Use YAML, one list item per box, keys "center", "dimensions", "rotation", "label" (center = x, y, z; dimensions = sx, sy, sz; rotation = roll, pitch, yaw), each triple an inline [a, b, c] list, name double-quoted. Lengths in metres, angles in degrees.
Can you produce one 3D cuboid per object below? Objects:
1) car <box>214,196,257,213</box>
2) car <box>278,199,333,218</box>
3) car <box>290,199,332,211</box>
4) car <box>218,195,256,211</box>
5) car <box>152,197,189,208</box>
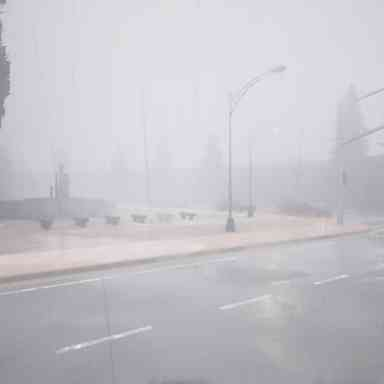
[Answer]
- center: [4.891, 1.547, 38.153]
  dimensions: [2.033, 1.411, 5.357]
  rotation: [0, 0, -38]
  label: "car"
- center: [10.523, 1.526, 30.440]
  dimensions: [1.812, 1.442, 4.674]
  rotation: [0, 0, -35]
  label: "car"
- center: [15.086, 1.601, 42.402]
  dimensions: [1.895, 1.301, 4.718]
  rotation: [0, 0, -37]
  label: "car"
- center: [5.691, 1.352, 42.460]
  dimensions: [2.097, 1.767, 4.553]
  rotation: [0, 0, -42]
  label: "car"
- center: [-3.333, 1.505, 46.186]
  dimensions: [4.892, 1.490, 1.837]
  rotation: [0, 0, 36]
  label: "car"
